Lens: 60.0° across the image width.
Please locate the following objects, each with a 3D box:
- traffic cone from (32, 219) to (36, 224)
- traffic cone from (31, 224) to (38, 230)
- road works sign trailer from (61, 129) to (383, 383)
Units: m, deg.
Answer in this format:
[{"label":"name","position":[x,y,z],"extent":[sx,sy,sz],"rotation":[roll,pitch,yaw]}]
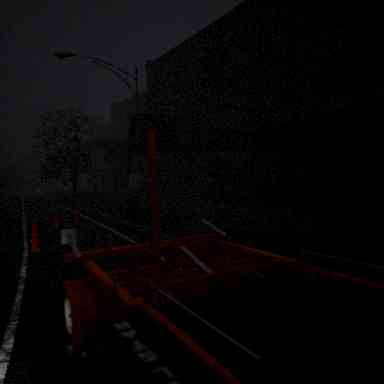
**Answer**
[{"label":"traffic cone","position":[-7.005,1.612,14.765],"extent":[0.340,0.580,0.340],"rotation":[-4,3,-25]},{"label":"traffic cone","position":[-6.147,1.651,12.959],"extent":[0.340,0.580,0.340],"rotation":[-4,3,-25]},{"label":"road works sign trailer","position":[0.149,0.643,3.252],"extent":[2.380,2.880,3.560],"rotation":[-4,3,-29]}]
